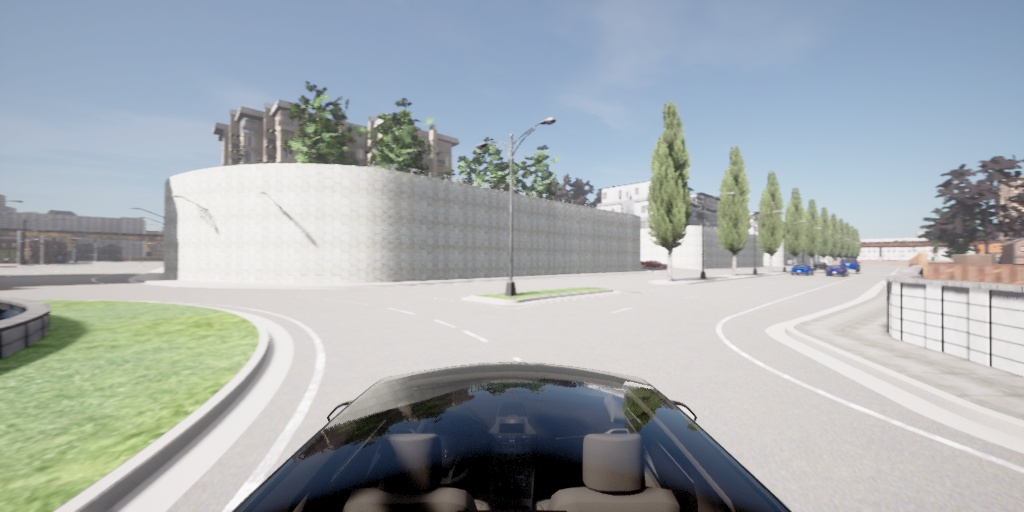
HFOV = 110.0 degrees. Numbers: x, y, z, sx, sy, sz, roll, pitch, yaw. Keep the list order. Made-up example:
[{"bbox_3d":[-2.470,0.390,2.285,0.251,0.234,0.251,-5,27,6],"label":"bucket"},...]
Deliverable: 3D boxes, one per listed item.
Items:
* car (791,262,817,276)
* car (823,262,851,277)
[{"bbox_3d":[39.549,1.863,48.770,5.008,1.535,1.882,0,0,-42],"label":"car"},{"bbox_3d":[41.835,1.898,46.120,4.674,1.442,1.812,1,-1,-42],"label":"car"}]
